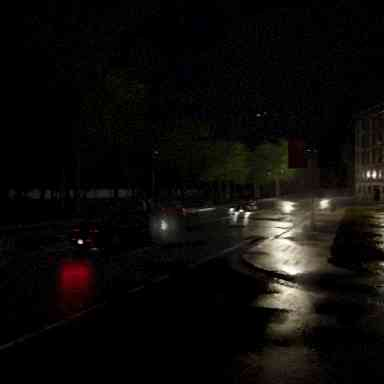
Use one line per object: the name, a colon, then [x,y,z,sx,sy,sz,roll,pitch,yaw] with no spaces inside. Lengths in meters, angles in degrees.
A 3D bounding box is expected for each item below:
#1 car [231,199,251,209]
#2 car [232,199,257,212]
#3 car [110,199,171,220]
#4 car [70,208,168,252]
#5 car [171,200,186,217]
car: [7.872,1.846,53.206,1.837,1.490,4.892,0,-1,26]
car: [7.337,1.835,44.755,1.837,1.490,4.892,0,-1,26]
car: [-3.887,1.463,21.691,2.150,2.045,5.566,0,0,26]
car: [-3.264,1.697,15.069,1.837,1.490,4.892,0,-1,26]
car: [-2.380,1.654,32.225,2.097,1.767,4.553,0,0,26]
